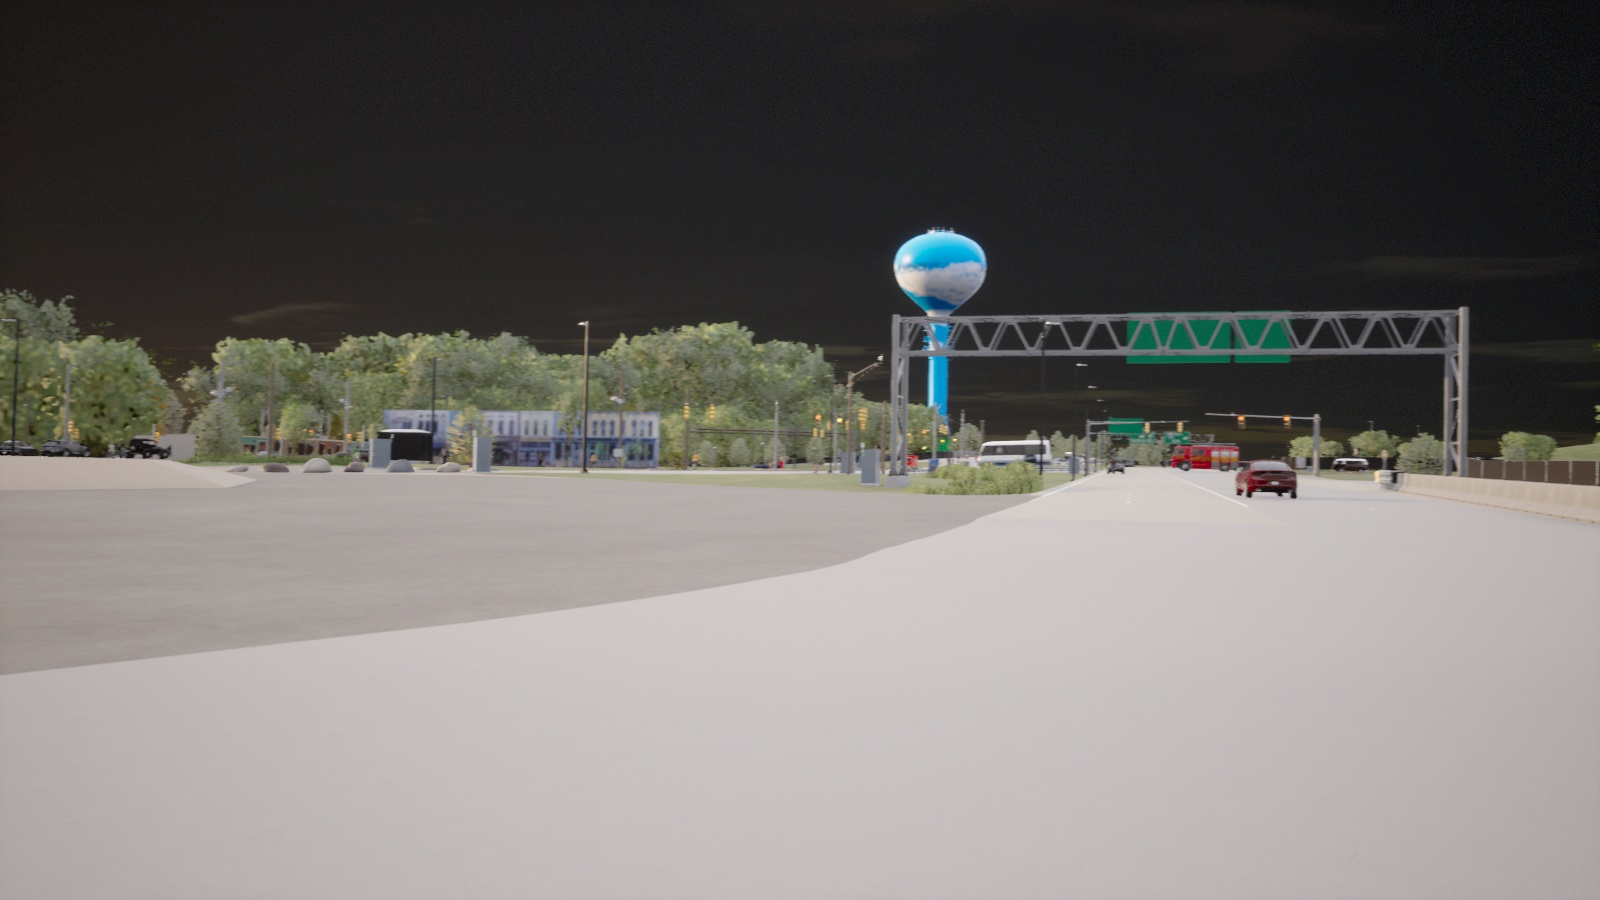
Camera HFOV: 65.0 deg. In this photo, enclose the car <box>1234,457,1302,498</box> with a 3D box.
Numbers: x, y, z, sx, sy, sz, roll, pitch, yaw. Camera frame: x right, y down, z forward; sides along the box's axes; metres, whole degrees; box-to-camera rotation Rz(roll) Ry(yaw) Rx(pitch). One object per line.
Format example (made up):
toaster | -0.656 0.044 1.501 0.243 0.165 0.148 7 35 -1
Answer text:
car | 18.934 1.070 50.956 1.882 1.535 5.008 1 0 12
